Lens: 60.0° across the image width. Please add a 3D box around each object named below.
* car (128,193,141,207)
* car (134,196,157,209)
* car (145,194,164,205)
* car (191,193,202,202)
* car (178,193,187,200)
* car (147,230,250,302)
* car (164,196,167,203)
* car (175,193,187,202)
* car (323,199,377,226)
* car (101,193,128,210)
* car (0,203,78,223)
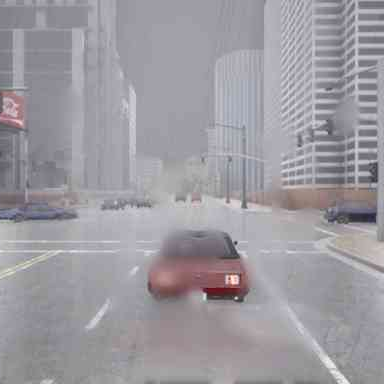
[{"bbox_3d":[-9.900,1.221,51.965,2.150,2.045,5.566,0,0,1],"label":"car"},{"bbox_3d":[-6.489,1.601,46.764,1.895,1.301,4.718,0,0,1],"label":"car"},{"bbox_3d":[-6.349,1.564,56.767,1.994,1.385,4.181,0,0,0],"label":"car"},{"bbox_3d":[0.966,1.216,73.292,2.150,2.045,5.566,0,0,1],"label":"car"},{"bbox_3d":[-2.390,1.184,83.979,2.097,1.767,4.553,0,0,1],"label":"car"},{"bbox_3d":[0.206,1.601,8.219,1.895,1.301,4.718,0,0,2],"label":"car"},{"bbox_3d":[-6.136,1.477,67.215,1.882,1.535,5.008,0,0,1],"label":"car"},{"bbox_3d":[-2.533,1.216,73.339,2.150,2.045,5.566,0,0,1],"label":"car"},{"bbox_3d":[11.709,1.351,23.196,4.553,1.767,2.097,0,0,0],"label":"car"},{"bbox_3d":[-10.049,1.352,42.383,2.097,1.767,4.553,0,0,1],"label":"car"},{"bbox_3d":[-11.480,1.548,25.181,5.357,1.411,2.033,0,0,-23],"label":"car"}]
